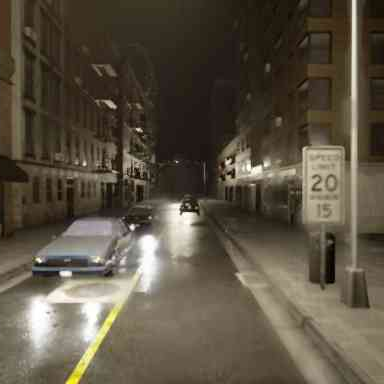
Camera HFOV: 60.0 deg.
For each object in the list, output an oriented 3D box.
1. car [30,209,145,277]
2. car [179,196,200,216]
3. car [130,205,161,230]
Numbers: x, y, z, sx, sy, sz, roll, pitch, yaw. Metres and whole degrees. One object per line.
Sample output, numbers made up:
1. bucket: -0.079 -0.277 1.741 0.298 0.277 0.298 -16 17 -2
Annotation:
1. car: -2.933 1.491 10.354 2.033 1.411 5.357 0 0 -1
2. car: -0.206 1.366 30.630 2.033 1.411 5.357 0 0 0
3. car: -3.011 1.485 20.369 1.895 1.301 4.718 0 0 0
